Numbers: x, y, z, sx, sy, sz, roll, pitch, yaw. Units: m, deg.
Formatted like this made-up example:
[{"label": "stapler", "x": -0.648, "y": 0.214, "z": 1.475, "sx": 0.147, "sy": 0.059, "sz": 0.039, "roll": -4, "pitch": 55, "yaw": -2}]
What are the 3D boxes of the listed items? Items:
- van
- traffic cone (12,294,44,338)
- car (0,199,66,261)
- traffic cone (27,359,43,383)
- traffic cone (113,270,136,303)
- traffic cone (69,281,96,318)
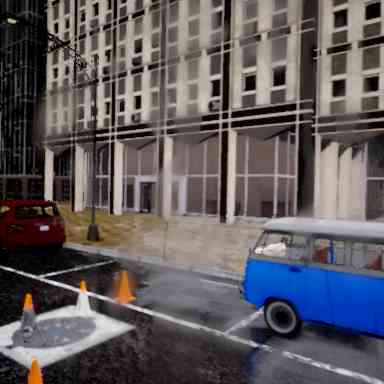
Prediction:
[{"label": "van", "x": 2.701, "y": 1.356, "z": 5.056, "sx": 3.998, "sy": 1.788, "sz": 1.690, "roll": 1, "pitch": 1, "yaw": 36}, {"label": "traffic cone", "x": -2.561, "y": 1.899, "z": 5.213, "sx": 0.340, "sy": 0.580, "sz": 0.340, "roll": 1, "pitch": 0, "yaw": 36}, {"label": "car", "x": -6.506, "y": 1.173, "z": 11.720, "sx": 5.009, "sy": 1.841, "sz": 2.192, "roll": 1, "pitch": 1, "yaw": 36}, {"label": "traffic cone", "x": -1.528, "y": 1.922, "z": 3.230, "sx": 0.340, "sy": 0.580, "sz": 0.340, "roll": 1, "pitch": 0, "yaw": 36}, {"label": "traffic cone", "x": -1.388, "y": 1.906, "z": 6.833, "sx": 0.340, "sy": 0.580, "sz": 0.340, "roll": 1, "pitch": 0, "yaw": 36}, {"label": "traffic cone", "x": -1.975, "y": 1.902, "z": 6.023, "sx": 0.340, "sy": 0.580, "sz": 0.340, "roll": 1, "pitch": 0, "yaw": 36}]
